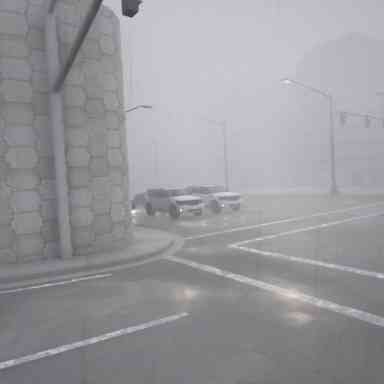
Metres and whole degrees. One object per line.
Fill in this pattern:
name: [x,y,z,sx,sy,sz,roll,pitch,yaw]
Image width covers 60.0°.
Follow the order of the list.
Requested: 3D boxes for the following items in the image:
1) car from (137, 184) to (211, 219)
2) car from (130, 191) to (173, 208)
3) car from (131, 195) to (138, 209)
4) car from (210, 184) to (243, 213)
car: [-1.428,0.658,23.644,2.150,2.045,5.566,-5,3,-35]
car: [-4.200,0.686,33.642,2.128,1.511,4.902,-5,3,-35]
car: [-6.920,0.997,31.443,1.994,1.385,4.181,-5,3,-35]
car: [1.417,0.421,25.669,2.150,2.045,5.566,-5,3,-35]
